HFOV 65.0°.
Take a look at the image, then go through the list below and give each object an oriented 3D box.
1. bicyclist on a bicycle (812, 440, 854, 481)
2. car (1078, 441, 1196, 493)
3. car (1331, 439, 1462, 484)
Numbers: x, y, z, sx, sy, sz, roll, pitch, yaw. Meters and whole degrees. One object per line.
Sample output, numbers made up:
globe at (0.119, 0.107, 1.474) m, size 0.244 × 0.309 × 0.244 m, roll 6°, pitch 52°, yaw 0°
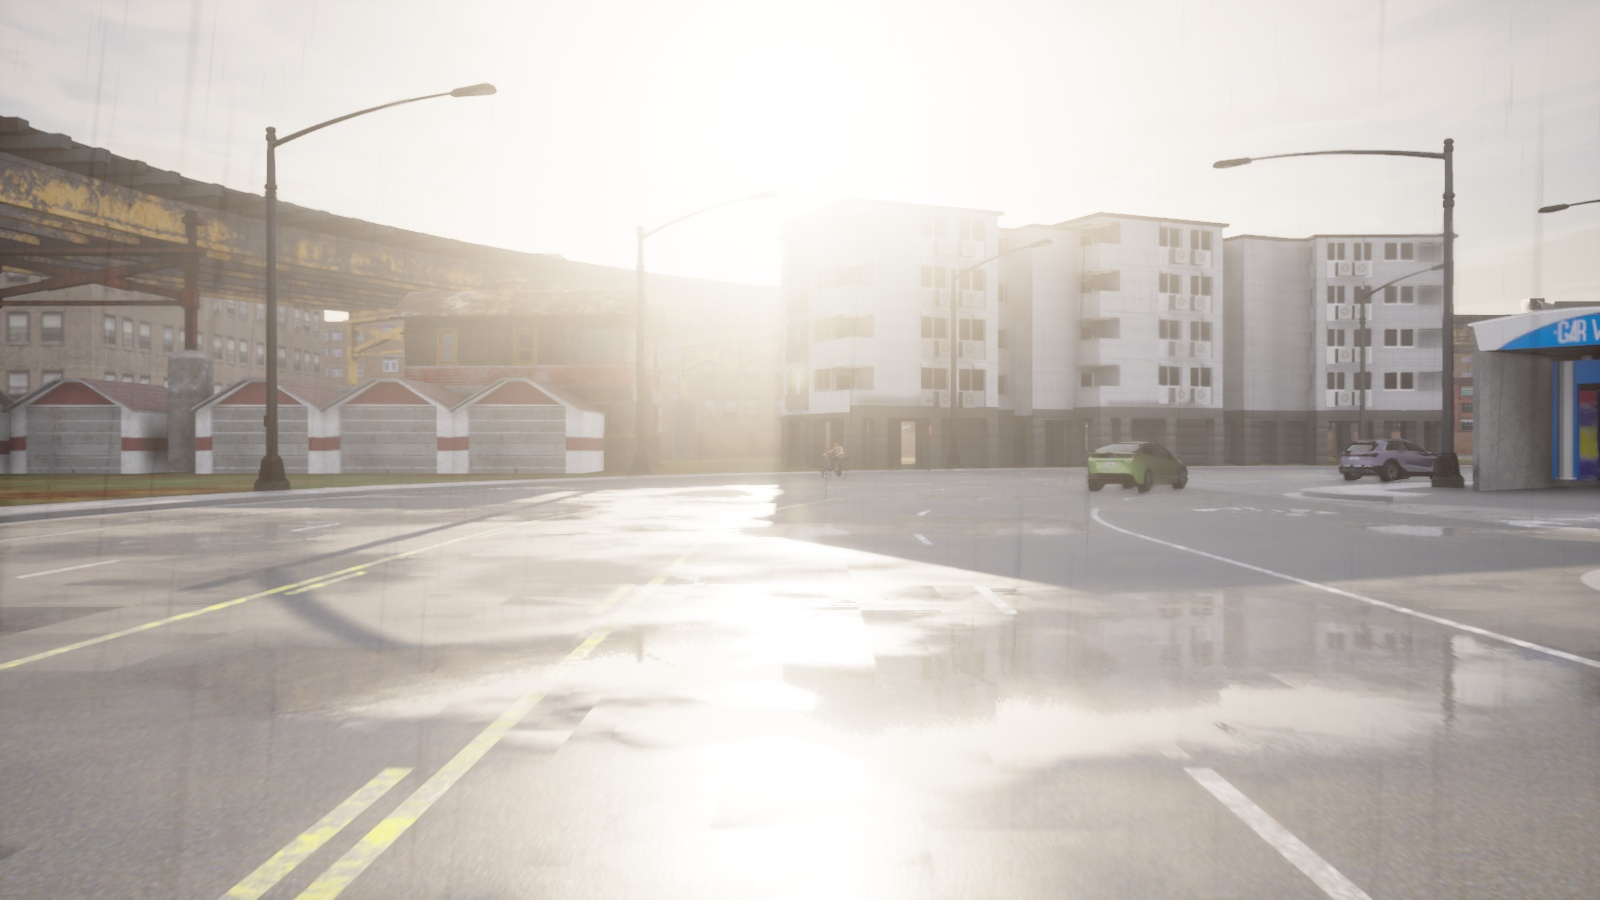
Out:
bicyclist on a bicycle at (1.315, 0.405, 49.573) m, size 0.866 × 1.612 × 1.509 m, roll 1°, pitch 1°, yaw 43°
car at (10.461, 0.483, 38.733) m, size 2.007 × 1.525 × 4.514 m, roll 0°, pitch 0°, yaw 36°
car at (23.018, 0.422, 48.425) m, size 4.856 × 1.649 × 2.033 m, roll 0°, pitch 0°, yaw -27°
